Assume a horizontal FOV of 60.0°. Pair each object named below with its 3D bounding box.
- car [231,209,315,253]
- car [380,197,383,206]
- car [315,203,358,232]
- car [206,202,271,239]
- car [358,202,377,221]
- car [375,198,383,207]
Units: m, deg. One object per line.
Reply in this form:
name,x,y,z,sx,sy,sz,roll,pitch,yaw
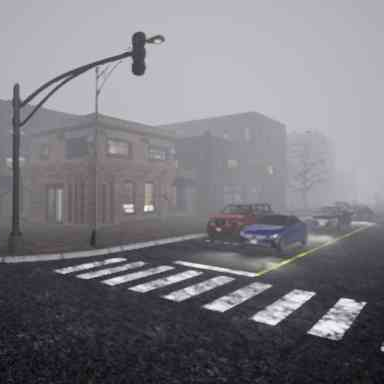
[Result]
car,3.787,1.706,14.915,1.812,1.442,4.674,0,0,36
car,42.123,2.118,71.598,2.192,1.841,5.009,0,-1,36
car,9.599,1.764,22.851,2.128,1.511,4.902,0,0,36
car,2.757,1.496,17.906,2.192,1.841,5.009,0,-1,36
car,15.494,1.930,30.888,1.994,1.385,4.181,0,0,36
car,35.561,2.250,62.647,2.008,1.369,4.403,0,-1,36
